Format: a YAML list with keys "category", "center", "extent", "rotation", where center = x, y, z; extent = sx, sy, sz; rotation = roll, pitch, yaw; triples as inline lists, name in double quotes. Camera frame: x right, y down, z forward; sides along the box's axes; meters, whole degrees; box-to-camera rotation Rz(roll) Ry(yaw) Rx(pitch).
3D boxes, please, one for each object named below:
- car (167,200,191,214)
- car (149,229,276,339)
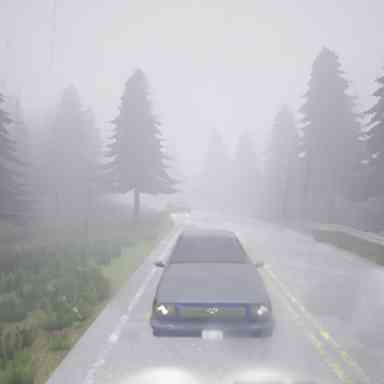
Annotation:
- category: "car"
  center: [-1.468, 1.545, 35.510]
  extent: [1.994, 1.385, 4.181]
  rotation: [1, 0, -16]
- category: "car"
  center: [0.351, 1.560, 7.191]
  extent: [2.033, 1.411, 5.357]
  rotation: [0, 0, 1]
